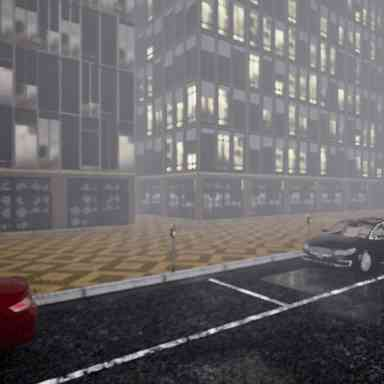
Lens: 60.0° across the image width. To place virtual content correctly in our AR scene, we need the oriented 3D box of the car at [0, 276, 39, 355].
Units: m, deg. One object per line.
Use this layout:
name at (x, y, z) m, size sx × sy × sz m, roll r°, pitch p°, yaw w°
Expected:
car at (-4.015, 1.588, 3.692) m, size 4.206 × 1.307 × 1.802 m, roll 0°, pitch 0°, yaw -35°

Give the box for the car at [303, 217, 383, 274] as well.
car at (5.255, 1.502, 10.303) m, size 4.403 × 1.369 × 2.008 m, roll 0°, pitch 0°, yaw -35°
